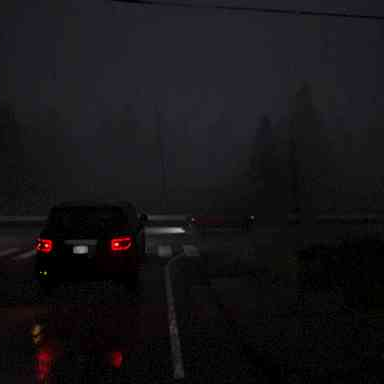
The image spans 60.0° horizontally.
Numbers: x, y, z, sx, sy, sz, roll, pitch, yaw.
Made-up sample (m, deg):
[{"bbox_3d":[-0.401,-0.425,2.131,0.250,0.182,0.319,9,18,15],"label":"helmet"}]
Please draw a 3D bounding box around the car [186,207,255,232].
[{"bbox_3d":[1.738,1.643,20.601,4.181,1.385,1.994,0,0,-7],"label":"car"}]

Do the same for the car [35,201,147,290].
[{"bbox_3d":[-2.519,1.261,9.428,2.150,2.045,5.566,0,0,-6],"label":"car"}]
